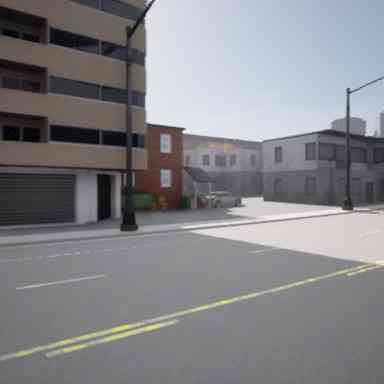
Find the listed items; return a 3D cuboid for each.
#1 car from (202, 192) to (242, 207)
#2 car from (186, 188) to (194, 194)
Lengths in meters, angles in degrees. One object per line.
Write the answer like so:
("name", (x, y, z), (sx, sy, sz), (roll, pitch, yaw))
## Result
("car", (3.138, 0.713, 33.365), (3.806, 1.475, 1.970), (-2, 1, -35))
("car", (-0.584, 0.296, 40.634), (5.027, 1.636, 2.152), (0, 0, -35))
